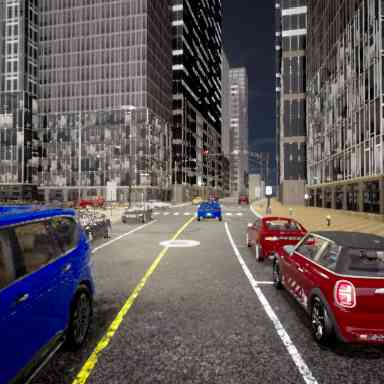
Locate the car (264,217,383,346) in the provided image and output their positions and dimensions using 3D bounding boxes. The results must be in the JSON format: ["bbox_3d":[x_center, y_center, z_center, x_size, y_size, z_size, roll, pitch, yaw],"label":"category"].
[{"bbox_3d":[2.816,1.441,6.313,1.967,1.590,4.097,1,0,2],"label":"car"}]

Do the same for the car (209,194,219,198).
[{"bbox_3d":[5.176,1.493,78.752,2.192,1.841,5.009,1,0,14],"label":"car"}]

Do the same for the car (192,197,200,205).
[{"bbox_3d":[1.177,1.642,62.514,1.752,1.417,4.829,1,0,12],"label":"car"}]

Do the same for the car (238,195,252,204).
[{"bbox_3d":[10.095,1.412,65.066,2.192,1.841,5.009,1,0,13],"label":"car"}]

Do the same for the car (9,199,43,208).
[{"bbox_3d":[-26.020,1.835,52.171,4.403,1.369,2.008,0,-1,13],"label":"car"}]

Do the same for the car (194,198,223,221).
[{"bbox_3d":[1.486,1.495,27.121,1.882,1.535,5.008,0,0,5],"label":"car"}]

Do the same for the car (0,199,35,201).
[{"bbox_3d":[-22.388,1.655,43.210,4.403,1.369,2.008,0,-1,13],"label":"car"}]

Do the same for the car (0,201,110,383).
[{"bbox_3d":[-2.653,1.223,3.251,2.150,2.045,5.566,0,0,1],"label":"car"}]

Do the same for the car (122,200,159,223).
[{"bbox_3d":[-4.122,1.574,25.653,2.008,1.369,4.403,1,0,5],"label":"car"}]

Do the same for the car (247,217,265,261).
[{"bbox_3d":[3.010,1.547,11.953,1.887,1.381,4.507,1,0,3],"label":"car"}]

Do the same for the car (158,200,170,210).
[{"bbox_3d":[-5.351,1.702,44.009,4.718,1.301,1.895,-1,-1,30],"label":"car"}]

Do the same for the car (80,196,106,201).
[{"bbox_3d":[-15.134,1.536,49.590,5.009,1.841,2.192,0,-1,13],"label":"car"}]
